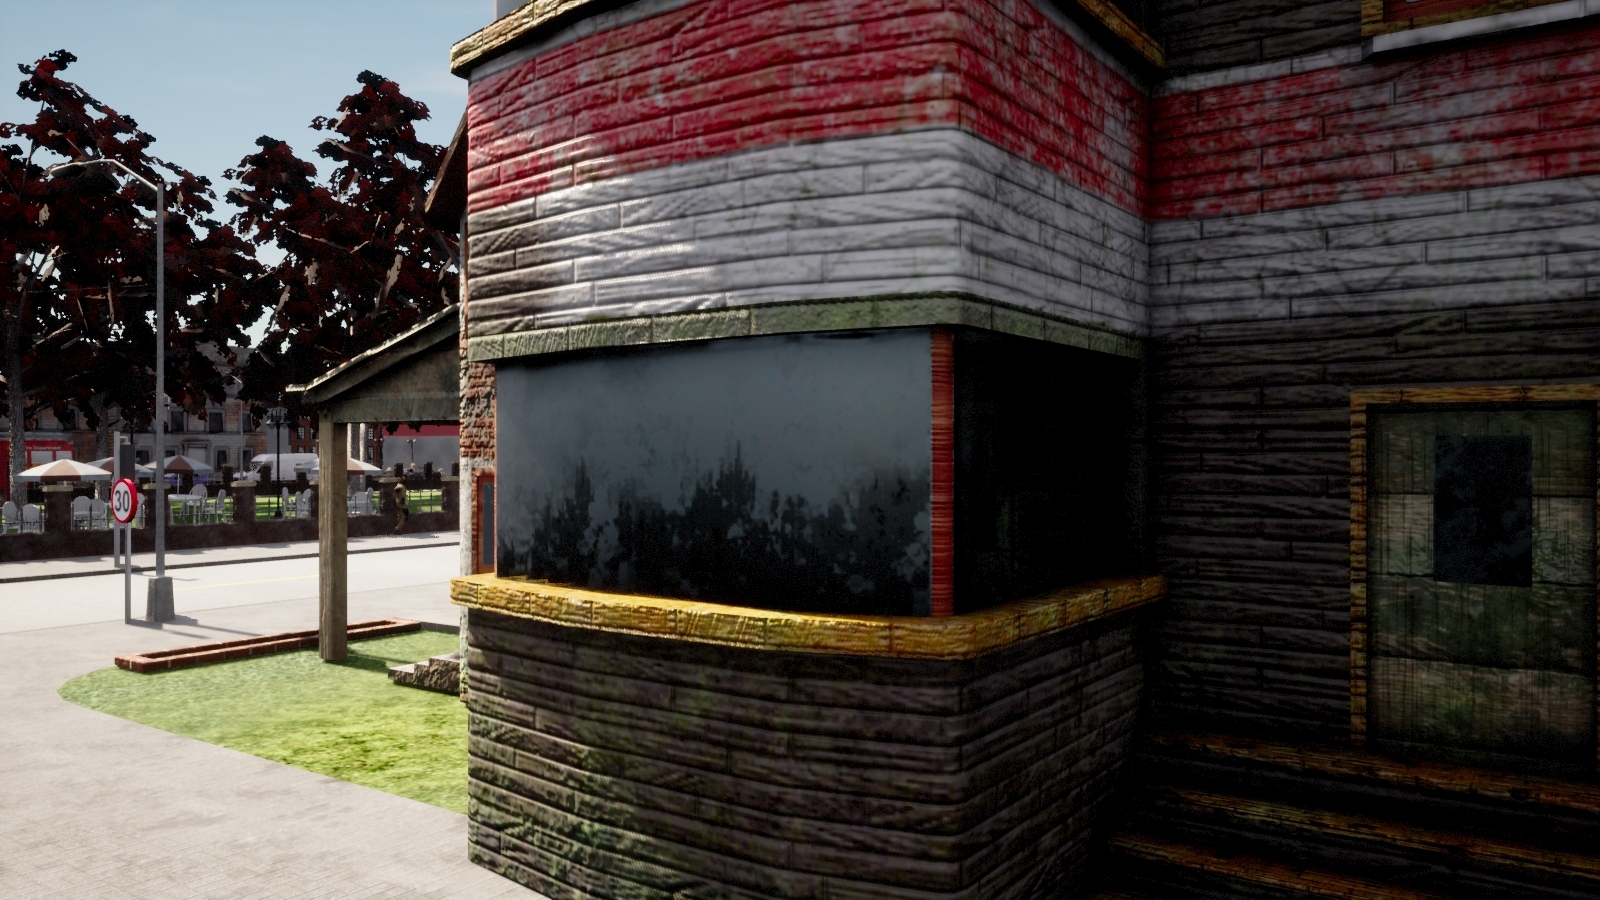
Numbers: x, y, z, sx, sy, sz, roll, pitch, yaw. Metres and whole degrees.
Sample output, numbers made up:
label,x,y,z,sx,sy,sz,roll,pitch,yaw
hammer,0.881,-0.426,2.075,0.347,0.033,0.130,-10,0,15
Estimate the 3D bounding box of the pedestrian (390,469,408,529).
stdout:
label,x,y,z,sx,sy,sz,roll,pitch,yaw
pedestrian,-12.550,1.525,35.761,0.375,1.860,0.375,0,0,35
